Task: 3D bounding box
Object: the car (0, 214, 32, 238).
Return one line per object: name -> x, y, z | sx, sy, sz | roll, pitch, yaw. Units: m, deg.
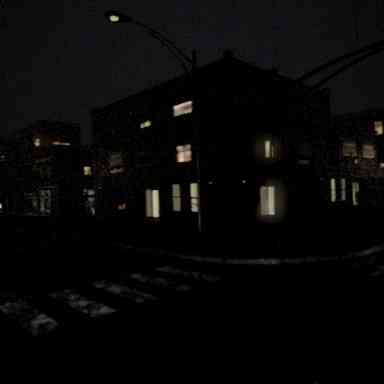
car -> -11.566, 2.059, 21.138 | 2.008, 1.369, 4.403 | -4, 1, -43
